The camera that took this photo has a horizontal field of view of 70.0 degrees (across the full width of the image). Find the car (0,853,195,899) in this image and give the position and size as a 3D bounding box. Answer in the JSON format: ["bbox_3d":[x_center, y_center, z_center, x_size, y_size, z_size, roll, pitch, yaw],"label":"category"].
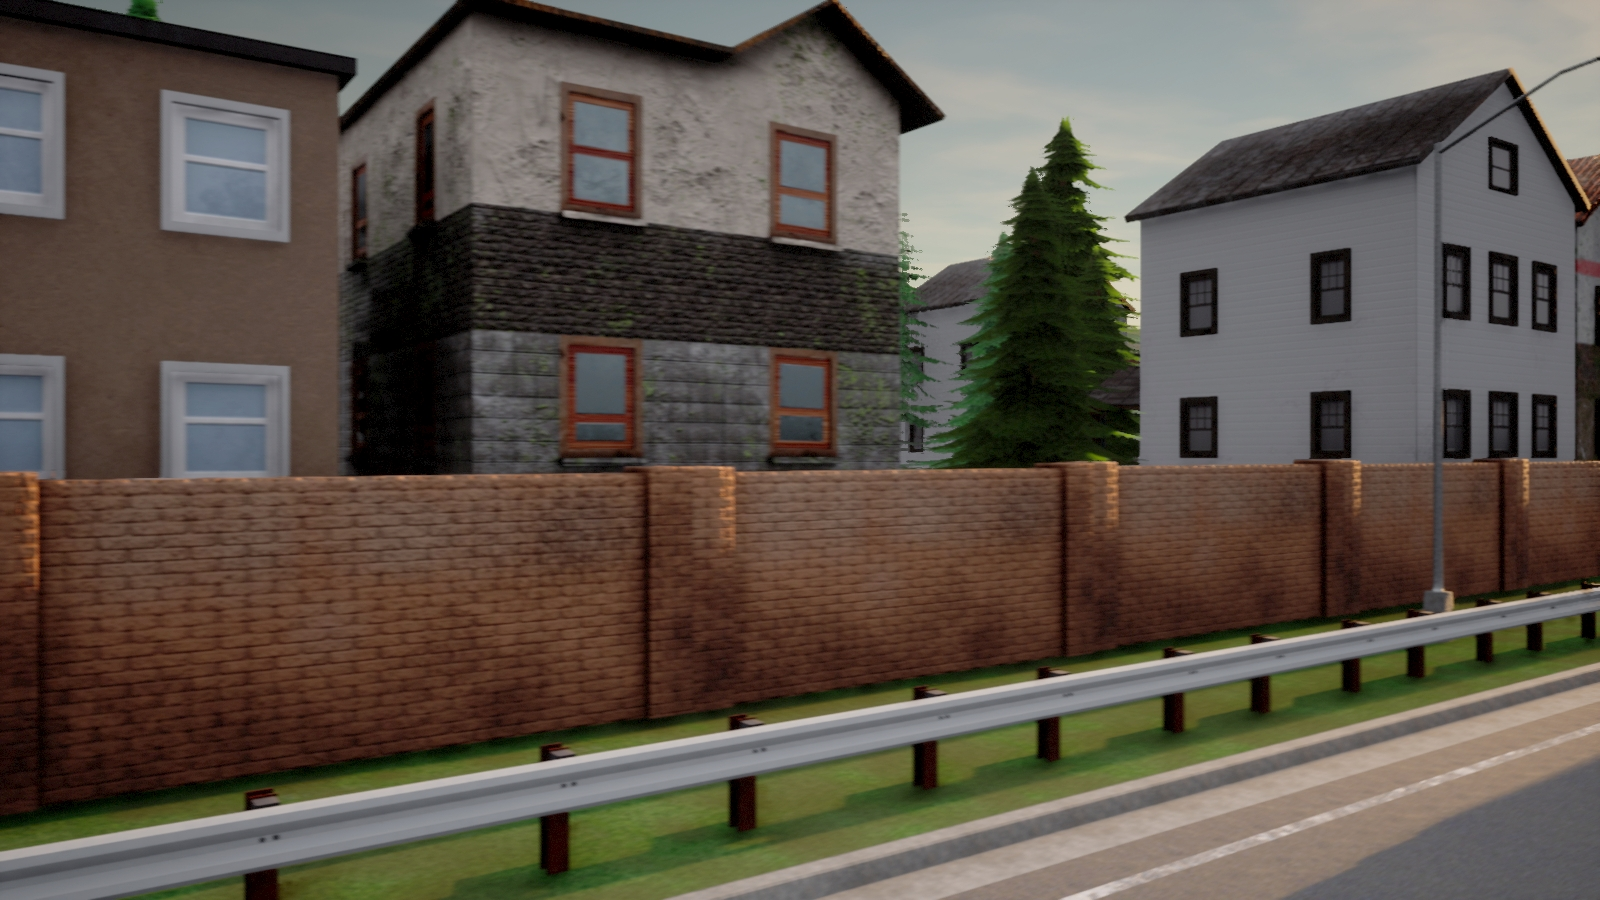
[{"bbox_3d":[-3.258,2.039,1.506,4.514,1.525,2.007,0,0,-35],"label":"car"}]
